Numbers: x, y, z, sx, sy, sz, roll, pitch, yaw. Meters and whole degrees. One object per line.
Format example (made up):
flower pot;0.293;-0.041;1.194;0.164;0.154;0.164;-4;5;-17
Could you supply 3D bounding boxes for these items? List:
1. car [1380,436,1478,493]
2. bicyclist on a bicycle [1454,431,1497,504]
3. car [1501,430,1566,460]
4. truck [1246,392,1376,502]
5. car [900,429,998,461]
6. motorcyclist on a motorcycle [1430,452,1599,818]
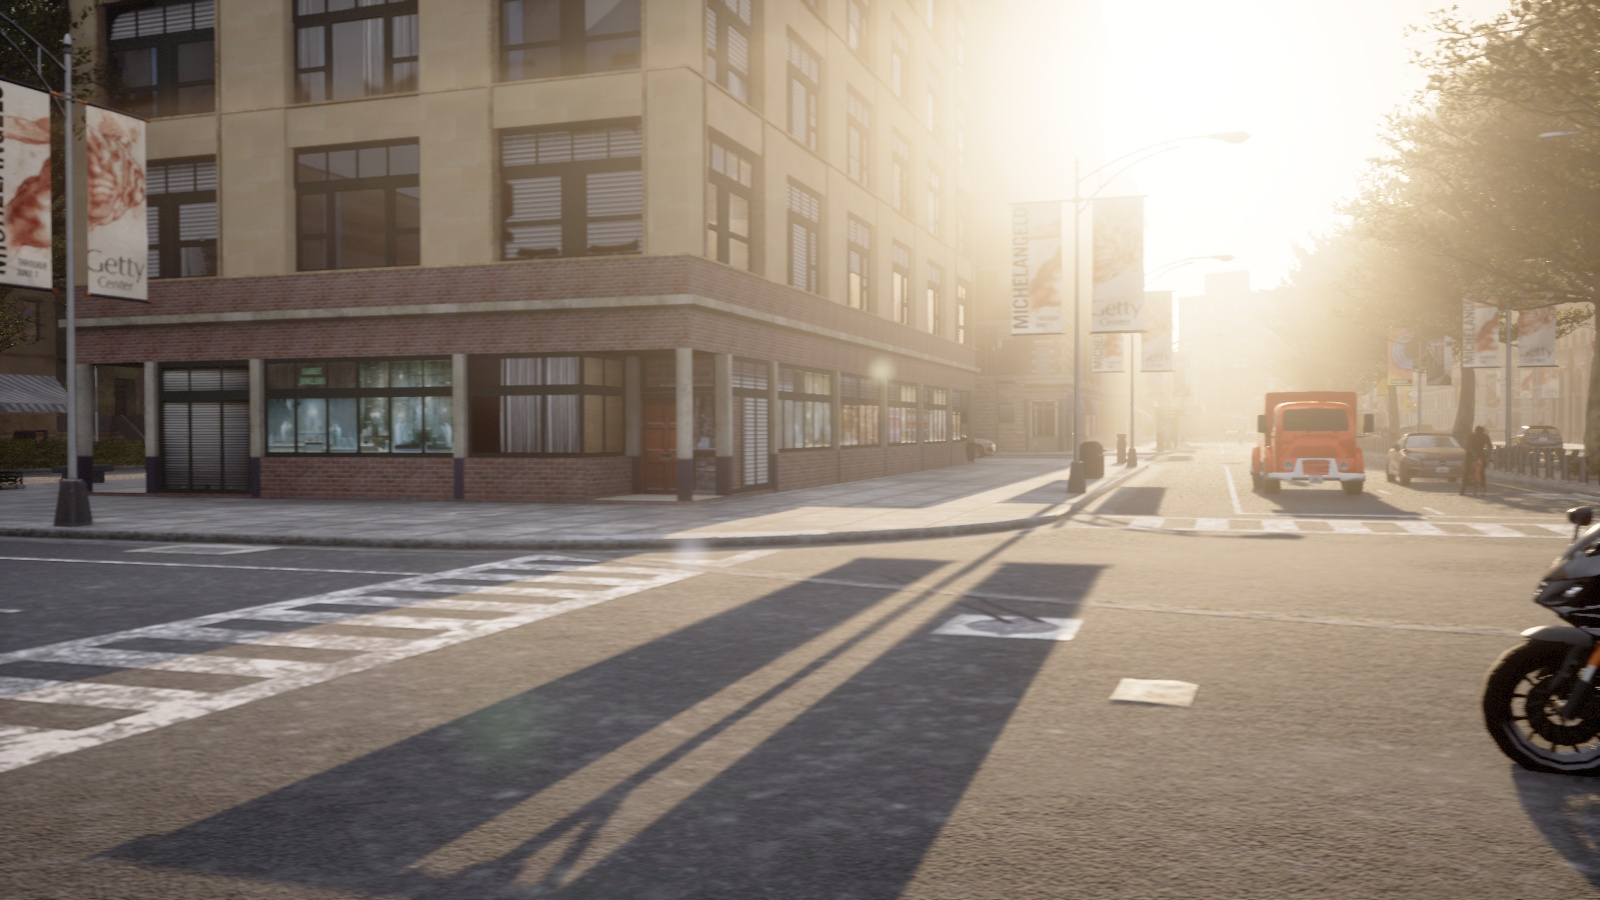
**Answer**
car;17.569;0.354;35.272;1.812;1.442;4.674;1;1;18
bicyclist on a bicycle;15.466;0.377;28.783;0.582;1.620;1.656;1;1;18
car;41.729;-0.318;71.543;2.242;1.667;4.611;1;1;18
truck;12.479;-0.110;31.032;2.627;2.467;5.204;1;1;18
car;7.847;-0.273;66.125;4.856;1.649;2.033;1;1;18
motorcyclist on a motorcycle;4.058;0.788;5.520;2.191;1.530;0.866;1;1;19
